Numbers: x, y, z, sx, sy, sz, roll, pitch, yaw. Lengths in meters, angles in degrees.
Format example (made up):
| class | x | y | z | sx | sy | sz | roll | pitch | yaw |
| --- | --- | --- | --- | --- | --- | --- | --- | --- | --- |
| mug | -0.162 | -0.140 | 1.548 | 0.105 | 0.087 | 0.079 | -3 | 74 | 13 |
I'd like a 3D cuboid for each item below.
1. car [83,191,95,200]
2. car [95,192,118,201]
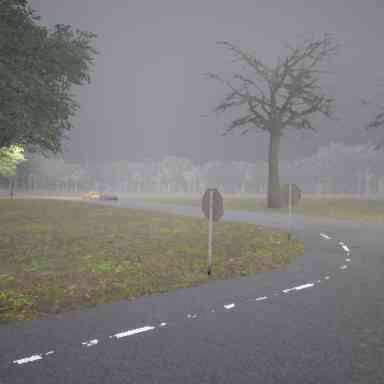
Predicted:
| class | x | y | z | sx | sy | sz | roll | pitch | yaw |
| --- | --- | --- | --- | --- | --- | --- | --- | --- | --- |
| car | -18.086 | 0.606 | 60.129 | 1.882 | 1.535 | 5.008 | 2 | -1 | -36 |
| car | -13.528 | 0.724 | 53.829 | 1.994 | 1.385 | 4.181 | 2 | -1 | -35 |
